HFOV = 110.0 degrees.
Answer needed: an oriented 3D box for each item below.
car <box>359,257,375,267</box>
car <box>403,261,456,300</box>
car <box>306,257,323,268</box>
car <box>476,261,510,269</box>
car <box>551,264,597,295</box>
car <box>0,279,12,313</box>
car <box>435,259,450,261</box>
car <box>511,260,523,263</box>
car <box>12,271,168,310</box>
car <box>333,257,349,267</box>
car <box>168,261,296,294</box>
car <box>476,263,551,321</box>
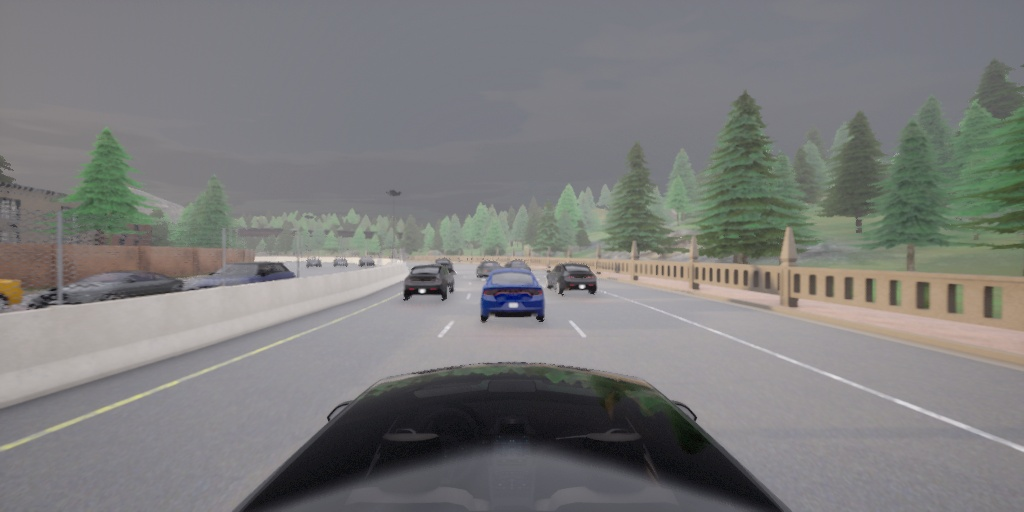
[{"bbox_3d":[-22.022,0.896,54.423,1.882,1.535,5.008,0,0,-28],"label":"car"},{"bbox_3d":[-3.834,1.158,17.028,1.837,1.490,4.892,0,0,-4],"label":"car"},{"bbox_3d":[-28.655,0.924,51.990,2.128,1.511,4.902,0,0,-28],"label":"car"},{"bbox_3d":[-1.837,1.127,28.773,2.033,1.411,5.357,0,0,-11],"label":"car"},{"bbox_3d":[3.013,1.147,18.938,1.837,1.490,4.892,0,0,-5],"label":"car"},{"bbox_3d":[-17.707,1.174,10.148,1.882,1.535,5.008,0,0,-2],"label":"car"},{"bbox_3d":[-6.670,1.050,34.266,1.837,1.490,4.892,0,0,-14],"label":"car"},{"bbox_3d":[0.365,1.105,34.862,1.994,1.385,4.181,0,0,-13],"label":"car"},{"bbox_3d":[-14.328,1.242,13.100,1.994,1.385,4.181,0,0,-3],"label":"car"},{"bbox_3d":[-25.595,0.914,53.639,2.128,1.511,4.902,0,0,-28],"label":"car"},{"bbox_3d":[-10.917,1.020,14.728,2.097,1.767,4.553,0,0,-4],"label":"car"},{"bbox_3d":[-0.047,1.162,12.155,1.882,1.535,5.008,0,0,-2],"label":"car"}]
